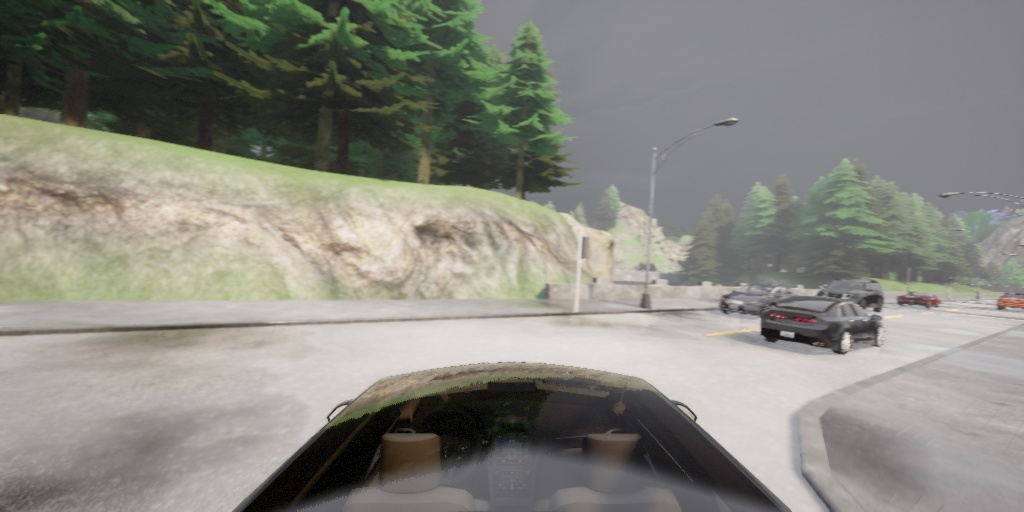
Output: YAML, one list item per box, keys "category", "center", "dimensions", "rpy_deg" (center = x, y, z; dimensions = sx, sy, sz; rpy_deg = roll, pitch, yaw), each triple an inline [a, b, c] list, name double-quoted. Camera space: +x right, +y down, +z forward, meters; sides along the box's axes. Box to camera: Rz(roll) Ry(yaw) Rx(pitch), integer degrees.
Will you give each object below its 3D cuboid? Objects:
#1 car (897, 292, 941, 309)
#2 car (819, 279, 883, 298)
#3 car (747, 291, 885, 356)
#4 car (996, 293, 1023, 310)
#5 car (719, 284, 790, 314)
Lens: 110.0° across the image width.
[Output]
- category: "car"
  center: [35.890, 3.852, 31.627]
  dimensions: [4.718, 1.301, 1.895]
  rpy_deg: [4, -1, -31]
- category: "car"
  center: [21.971, 2.524, 23.252]
  dimensions: [5.566, 2.045, 2.150]
  rpy_deg: [3, 0, -32]
- category: "car"
  center: [9.448, 2.012, 10.861]
  dimensions: [4.892, 1.490, 1.837]
  rpy_deg: [4, -1, -31]
- category: "car"
  center: [49.993, 4.472, 35.472]
  dimensions: [4.553, 1.767, 2.097]
  rpy_deg: [4, -1, -31]
- category: "car"
  center: [11.943, 2.121, 17.169]
  dimensions: [4.902, 1.511, 2.128]
  rpy_deg: [4, -1, -31]
